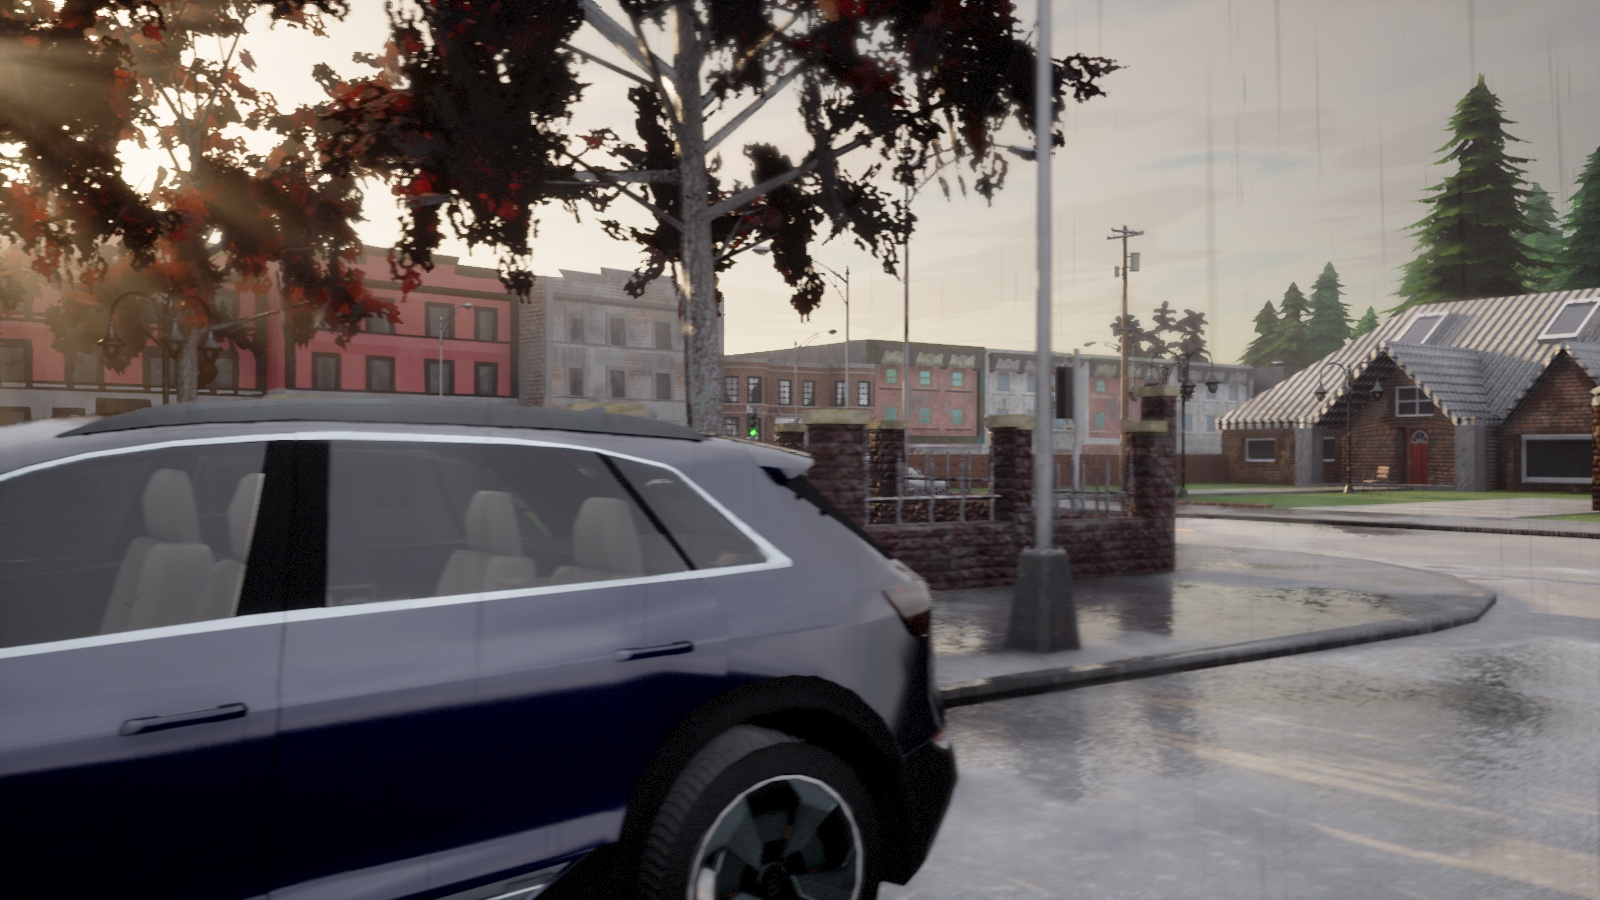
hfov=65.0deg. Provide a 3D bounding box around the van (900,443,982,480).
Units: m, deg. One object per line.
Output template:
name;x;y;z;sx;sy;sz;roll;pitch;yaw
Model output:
van;7.863;0.637;69.875;4.442;1.987;1.775;0;0;-35

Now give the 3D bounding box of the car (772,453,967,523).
car;1.518;0.812;29.328;1.837;1.490;4.892;0;0;-37

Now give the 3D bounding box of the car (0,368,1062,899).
car;-1.749;0.686;3.151;4.856;1.649;2.033;0;0;-37
